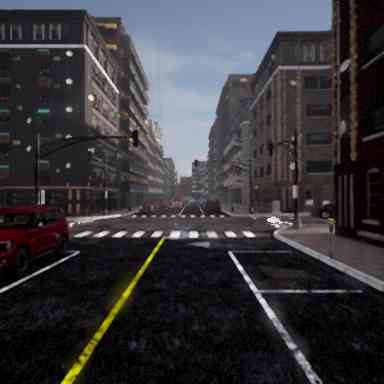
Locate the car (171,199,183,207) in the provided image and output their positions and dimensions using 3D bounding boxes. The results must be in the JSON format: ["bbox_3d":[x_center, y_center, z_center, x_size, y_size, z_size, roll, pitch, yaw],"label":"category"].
[{"bbox_3d":[-3.011,2.191,68.242,2.097,1.767,4.553,0,-1,0],"label":"car"}]

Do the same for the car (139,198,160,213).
[{"bbox_3d":[-5.698,1.949,43.425,1.967,1.590,4.097,0,-1,0],"label":"car"}]

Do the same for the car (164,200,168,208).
[{"bbox_3d":[-5.700,1.968,54.514,2.192,1.841,5.009,0,-1,0],"label":"car"}]

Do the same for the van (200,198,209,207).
[{"bbox_3d":[2.677,2.217,71.154,1.690,1.788,3.998,0,-1,0],"label":"van"}]

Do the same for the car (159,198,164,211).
[{"bbox_3d":[-5.699,2.021,48.969,1.967,1.590,4.097,0,-1,0],"label":"car"}]

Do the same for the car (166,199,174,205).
[{"bbox_3d":[-5.705,2.658,87.769,1.887,1.381,4.507,0,-1,0],"label":"car"}]

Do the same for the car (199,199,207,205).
[{"bbox_3d":[2.676,2.473,82.241,1.967,1.590,4.097,0,-1,0],"label":"car"}]

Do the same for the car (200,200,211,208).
[{"bbox_3d":[2.679,2.344,65.605,1.887,1.381,4.507,0,-1,0],"label":"car"}]

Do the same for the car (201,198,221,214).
[{"bbox_3d":[2.682,1.824,43.426,2.192,1.841,5.009,0,-1,0],"label":"car"}]

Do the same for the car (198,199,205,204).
[{"bbox_3d":[2.674,2.746,93.329,2.008,1.369,4.403,0,-1,0],"label":"car"}]

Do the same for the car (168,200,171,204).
[{"bbox_3d":[-5.701,2.240,65.599,1.967,1.590,4.097,0,-1,0],"label":"car"}]

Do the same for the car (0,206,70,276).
[{"bbox_3d":[-5.692,1.437,10.929,2.192,1.841,5.009,0,-1,0],"label":"car"}]

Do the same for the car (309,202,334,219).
[{"bbox_3d":[12.982,1.617,29.721,4.892,1.490,1.837,-3,-1,0],"label":"car"}]
